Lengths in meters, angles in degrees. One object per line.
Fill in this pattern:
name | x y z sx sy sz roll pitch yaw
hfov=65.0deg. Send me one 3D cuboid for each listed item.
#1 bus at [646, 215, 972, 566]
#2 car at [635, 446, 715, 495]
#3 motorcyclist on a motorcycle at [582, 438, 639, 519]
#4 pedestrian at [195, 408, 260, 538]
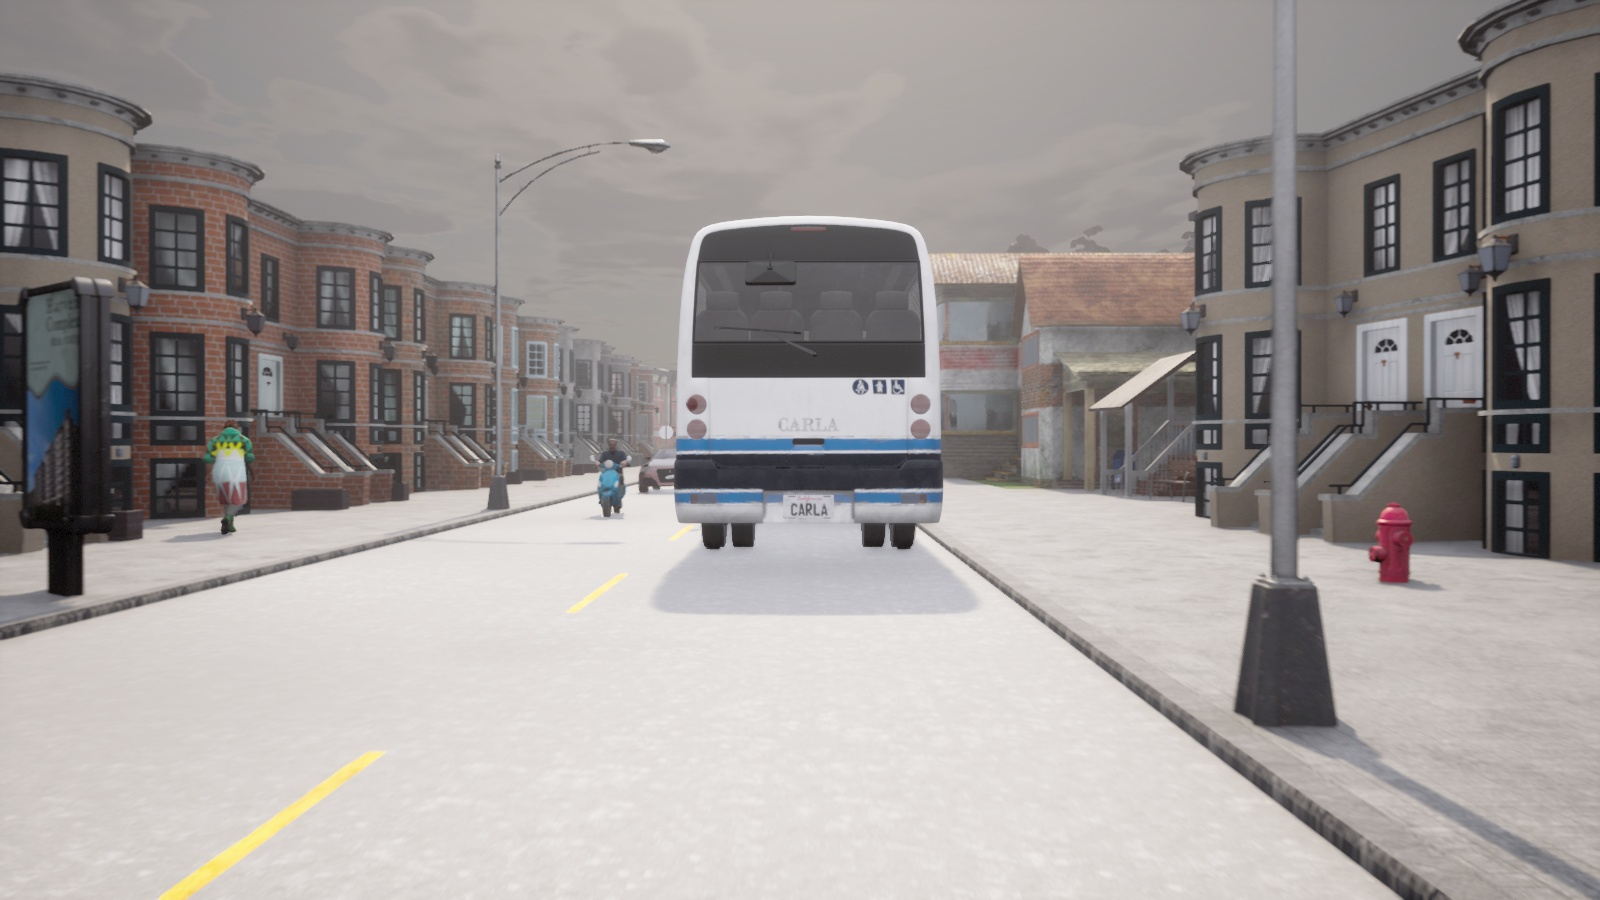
bus | 0.134 -0.745 20.368 3.944 4.253 10.273 0 0 0
car | -3.763 0.591 38.383 1.994 1.385 4.181 0 0 0
motorcyclist on a motorcycle | -3.837 0.553 25.533 0.866 1.590 1.817 0 0 0
pedestrian | -8.821 0.340 19.363 0.659 1.952 0.873 0 0 -5
